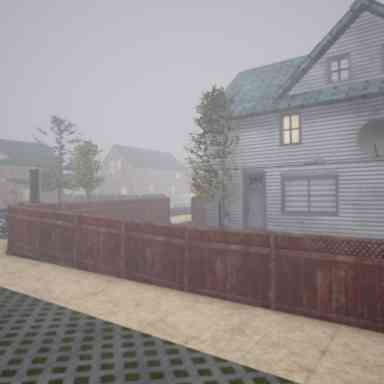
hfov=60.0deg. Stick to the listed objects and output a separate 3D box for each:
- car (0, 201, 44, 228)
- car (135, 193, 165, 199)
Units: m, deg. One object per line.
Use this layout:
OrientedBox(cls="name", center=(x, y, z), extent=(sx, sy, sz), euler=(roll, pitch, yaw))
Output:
OrientedBox(cls="car", center=(-10.832, 1.348, 21.122), extent=(2.128, 1.511, 4.902), euler=(-1, 1, 36))
OrientedBox(cls="car", center=(-4.100, 0.932, 30.499), extent=(2.097, 1.767, 4.553), euler=(-1, 1, 36))
